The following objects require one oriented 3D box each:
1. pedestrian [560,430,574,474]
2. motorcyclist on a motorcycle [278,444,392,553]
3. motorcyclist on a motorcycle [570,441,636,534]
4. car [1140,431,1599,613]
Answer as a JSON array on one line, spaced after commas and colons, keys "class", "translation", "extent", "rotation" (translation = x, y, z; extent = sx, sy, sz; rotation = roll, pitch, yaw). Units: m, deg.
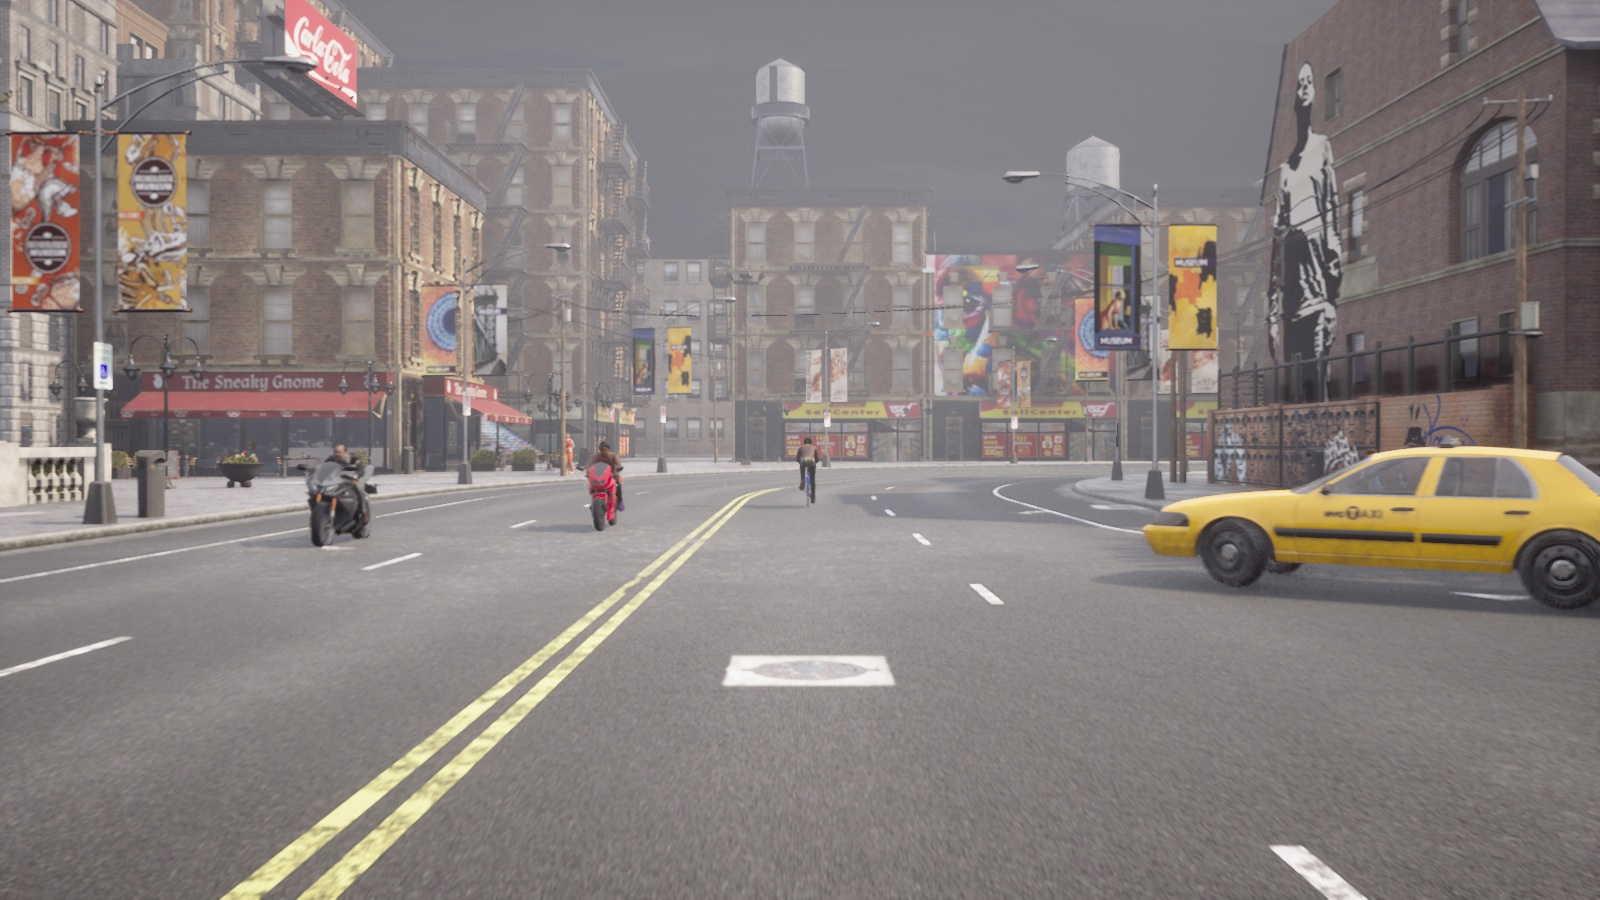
[{"class": "pedestrian", "translation": [-9.833, 0.096, 53.010], "extent": [0.345, 1.836, 0.594], "rotation": [0, 0, 17]}, {"class": "motorcyclist on a motorcycle", "translation": [-6.875, 0.671, 18.691], "extent": [0.866, 1.530, 2.191], "rotation": [0, 0, 0]}, {"class": "motorcyclist on a motorcycle", "translation": [-3.360, 0.604, 21.564], "extent": [0.797, 1.523, 2.044], "rotation": [0, 0, 0]}, {"class": "car", "translation": [6.315, 0.620, 12.494], "extent": [5.366, 1.575, 1.801], "rotation": [0, 0, 37]}]
